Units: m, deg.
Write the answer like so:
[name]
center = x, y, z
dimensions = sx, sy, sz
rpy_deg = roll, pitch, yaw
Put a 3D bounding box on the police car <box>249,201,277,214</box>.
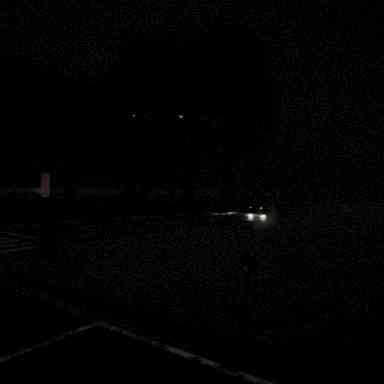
[police car]
center = 8.872, 1.886, 41.503
dimensions = 2.038, 1.542, 4.974
rpy_deg = 1, 0, 36
